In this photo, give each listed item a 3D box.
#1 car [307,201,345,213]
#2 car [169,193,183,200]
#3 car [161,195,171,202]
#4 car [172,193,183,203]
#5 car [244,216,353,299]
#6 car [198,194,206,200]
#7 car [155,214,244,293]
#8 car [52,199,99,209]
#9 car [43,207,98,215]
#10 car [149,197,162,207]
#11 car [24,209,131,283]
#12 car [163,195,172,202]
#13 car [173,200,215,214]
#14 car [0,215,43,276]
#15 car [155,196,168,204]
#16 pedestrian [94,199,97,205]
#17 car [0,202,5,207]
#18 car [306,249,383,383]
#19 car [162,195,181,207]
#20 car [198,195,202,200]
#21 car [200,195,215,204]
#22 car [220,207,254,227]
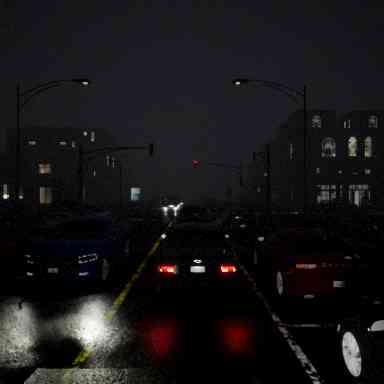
[{"bbox_3d":[14.787,1.653,37.261,4.181,1.385,1.994,0,0,1],"label":"car"},{"bbox_3d":[-3.105,1.500,61.466,2.128,1.511,4.902,0,0,0],"label":"car"},{"bbox_3d":[-5.733,1.452,74.162,1.967,1.590,4.097,0,0,0],"label":"car"},{"bbox_3d":[-3.046,1.236,72.122,2.150,2.045,5.566,0,0,0],"label":"car"},{"bbox_3d":[2.688,1.546,8.293,1.887,1.381,4.507,0,0,0],"label":"car"},{"bbox_3d":[2.637,1.458,90.720,1.967,1.590,4.097,0,0,0],"label":"car"},{"bbox_3d":[0.098,1.548,8.976,2.033,1.411,5.357,0,0,0],"label":"car"},{"bbox_3d":[-11.957,1.477,34.182,4.674,1.442,1.812,0,0,4],"label":"car"},{"bbox_3d":[-5.696,1.552,13.997,2.008,1.369,4.403,0,0,0],"label":"car"},{"bbox_3d":[-5.720,1.588,52.075,1.802,1.307,4.206,0,0,0],"label":"car"},{"bbox_3d":[-3.099,1.478,9.914,1.882,1.535,5.008,0,0,0],"label":"car"},{"bbox_3d":[-5.737,1.539,79.515,1.752,1.417,4.829,0,0,0],"label":"car"},{"bbox_3d":[0.087,1.480,19.441,1.882,1.535,5.008,0,0,0],"label":"car"},{"bbox_3d":[-5.691,1.441,8.305,1.967,1.590,4.097,0,0,0],"label":"car"},{"bbox_3d":[-5.727,1.559,63.118,2.008,1.369,4.403,0,0,0],"label":"car"},{"bbox_3d":[-12.579,1.415,43.203,0.375,1.300,0.375,0,-1,1],"label":"pedestrian"},{"bbox_3d":[-25.477,1.447,40.451,4.829,1.417,1.752,0,-1,1],"label":"car"},{"bbox_3d":[2.692,1.551,2.601,2.008,1.369,4.403,0,0,0],"label":"car"},{"bbox_3d":[-3.141,1.532,51.114,1.812,1.442,4.674,0,0,1],"label":"car"},{"bbox_3d":[2.654,1.590,63.109,1.802,1.307,4.206,0,0,0],"label":"car"},{"bbox_3d":[2.661,1.572,52.067,1.947,1.339,4.313,0,0,0],"label":"car"},{"bbox_3d":[2.681,1.553,19.677,2.008,1.369,4.403,0,0,0],"label":"car"}]
